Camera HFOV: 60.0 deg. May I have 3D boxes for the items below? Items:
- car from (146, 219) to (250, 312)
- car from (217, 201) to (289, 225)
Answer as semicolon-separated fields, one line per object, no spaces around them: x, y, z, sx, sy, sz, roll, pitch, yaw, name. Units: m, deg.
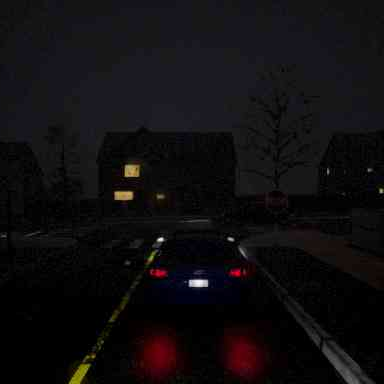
0.092;1.564;7.818;1.994;1.385;4.181;0;0;-1;car
3.981;1.364;21.928;4.674;1.442;1.812;-1;1;0;car
